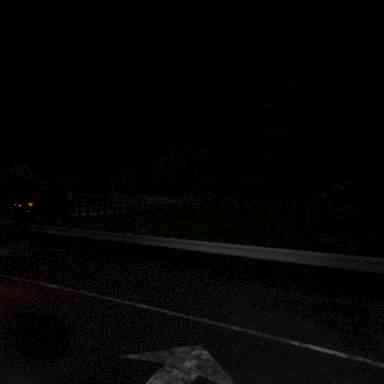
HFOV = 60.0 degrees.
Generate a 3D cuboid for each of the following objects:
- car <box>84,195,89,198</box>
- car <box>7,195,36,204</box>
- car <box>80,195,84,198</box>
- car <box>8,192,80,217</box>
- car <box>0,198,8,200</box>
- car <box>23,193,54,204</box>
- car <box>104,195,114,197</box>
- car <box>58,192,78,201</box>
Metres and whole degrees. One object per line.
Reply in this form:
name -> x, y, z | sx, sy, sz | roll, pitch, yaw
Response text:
car -> -26.187, 1.437, 79.004 | 2.128, 1.511, 4.902 | 0, 0, 8
car -> -33.018, 1.420, 64.461 | 1.882, 1.535, 5.008 | 0, 0, 20
car -> -22.927, 1.286, 61.865 | 2.097, 1.767, 4.553 | 0, 0, 21
car -> -13.083, 1.191, 29.860 | 2.150, 2.045, 5.566 | 0, 0, 23
car -> -28.267, 1.524, 48.558 | 1.994, 1.385, 4.181 | 0, 0, 23
car -> -29.459, 1.163, 64.067 | 2.150, 2.045, 5.566 | 0, 0, 20
car -> -19.396, 1.431, 76.915 | 2.128, 1.511, 4.902 | 0, 0, 8
car -> -29.662, 1.106, 79.603 | 2.150, 2.045, 5.566 | 0, 0, 8
